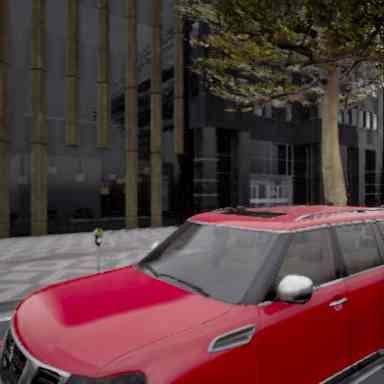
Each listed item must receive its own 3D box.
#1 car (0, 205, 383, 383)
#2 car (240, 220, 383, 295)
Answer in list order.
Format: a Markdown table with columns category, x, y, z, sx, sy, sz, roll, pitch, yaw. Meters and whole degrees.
| category | x | y | z | sx | sy | sz | roll | pitch | yaw |
| --- | --- | --- | --- | --- | --- | --- | --- | --- | --- |
| car | 0.834 | 1.219 | 3.972 | 5.566 | 2.045 | 2.150 | 0 | 0 | -35 |
| car | 3.470 | 1.573 | 9.111 | 4.206 | 1.307 | 1.802 | 0 | 0 | -35 |
